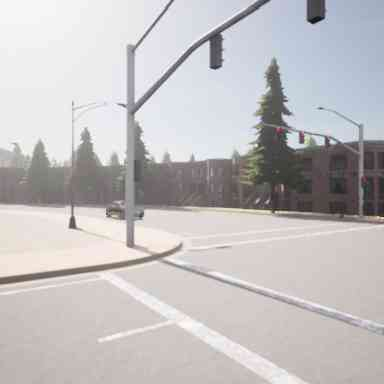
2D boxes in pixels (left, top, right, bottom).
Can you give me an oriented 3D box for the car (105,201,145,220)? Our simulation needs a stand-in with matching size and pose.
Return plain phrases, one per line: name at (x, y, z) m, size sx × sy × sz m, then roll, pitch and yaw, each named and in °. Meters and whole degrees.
car at (-5.779, 1.524, 28.420) m, size 2.128 × 1.511 × 4.902 m, roll 0°, pitch 0°, yaw -37°
